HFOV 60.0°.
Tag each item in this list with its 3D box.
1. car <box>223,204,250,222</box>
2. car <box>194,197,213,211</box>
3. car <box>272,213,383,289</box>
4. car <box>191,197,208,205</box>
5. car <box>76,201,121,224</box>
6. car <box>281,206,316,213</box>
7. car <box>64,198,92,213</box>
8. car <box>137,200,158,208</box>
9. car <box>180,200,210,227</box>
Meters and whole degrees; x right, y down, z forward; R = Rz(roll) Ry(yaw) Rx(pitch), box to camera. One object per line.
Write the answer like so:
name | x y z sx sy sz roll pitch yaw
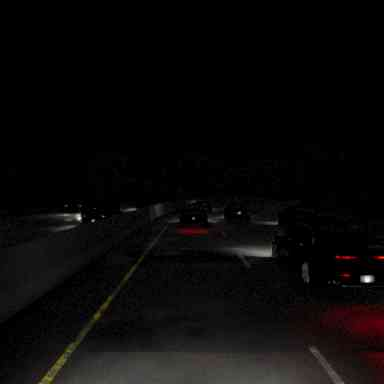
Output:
car | 3.674 1.680 27.848 2.033 1.411 5.357 0 0 1
car | 1.465 1.688 41.346 2.128 1.511 4.902 0 0 9
car | 3.601 1.549 9.255 1.837 1.490 4.892 0 0 0
car | 1.503 1.815 66.860 1.812 1.442 4.674 0 0 23
car | -7.030 1.674 26.438 2.033 1.411 5.357 0 0 1
car | 7.107 1.632 22.218 1.812 1.442 4.674 0 0 0
car | -13.129 1.539 39.189 2.097 1.767 4.553 0 0 7
car | -7.049 1.852 52.799 1.895 1.301 4.718 0 0 15
car | 0.124 1.593 24.109 1.882 1.535 5.008 0 -1 1
